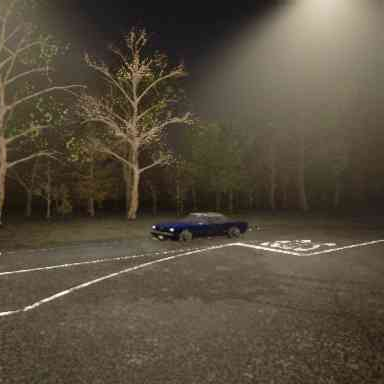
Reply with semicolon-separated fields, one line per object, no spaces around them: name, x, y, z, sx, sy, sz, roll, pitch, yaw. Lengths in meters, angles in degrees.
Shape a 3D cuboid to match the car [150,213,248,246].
car;0.412;1.673;15.834;4.718;1.301;1.895;0;0;-38
